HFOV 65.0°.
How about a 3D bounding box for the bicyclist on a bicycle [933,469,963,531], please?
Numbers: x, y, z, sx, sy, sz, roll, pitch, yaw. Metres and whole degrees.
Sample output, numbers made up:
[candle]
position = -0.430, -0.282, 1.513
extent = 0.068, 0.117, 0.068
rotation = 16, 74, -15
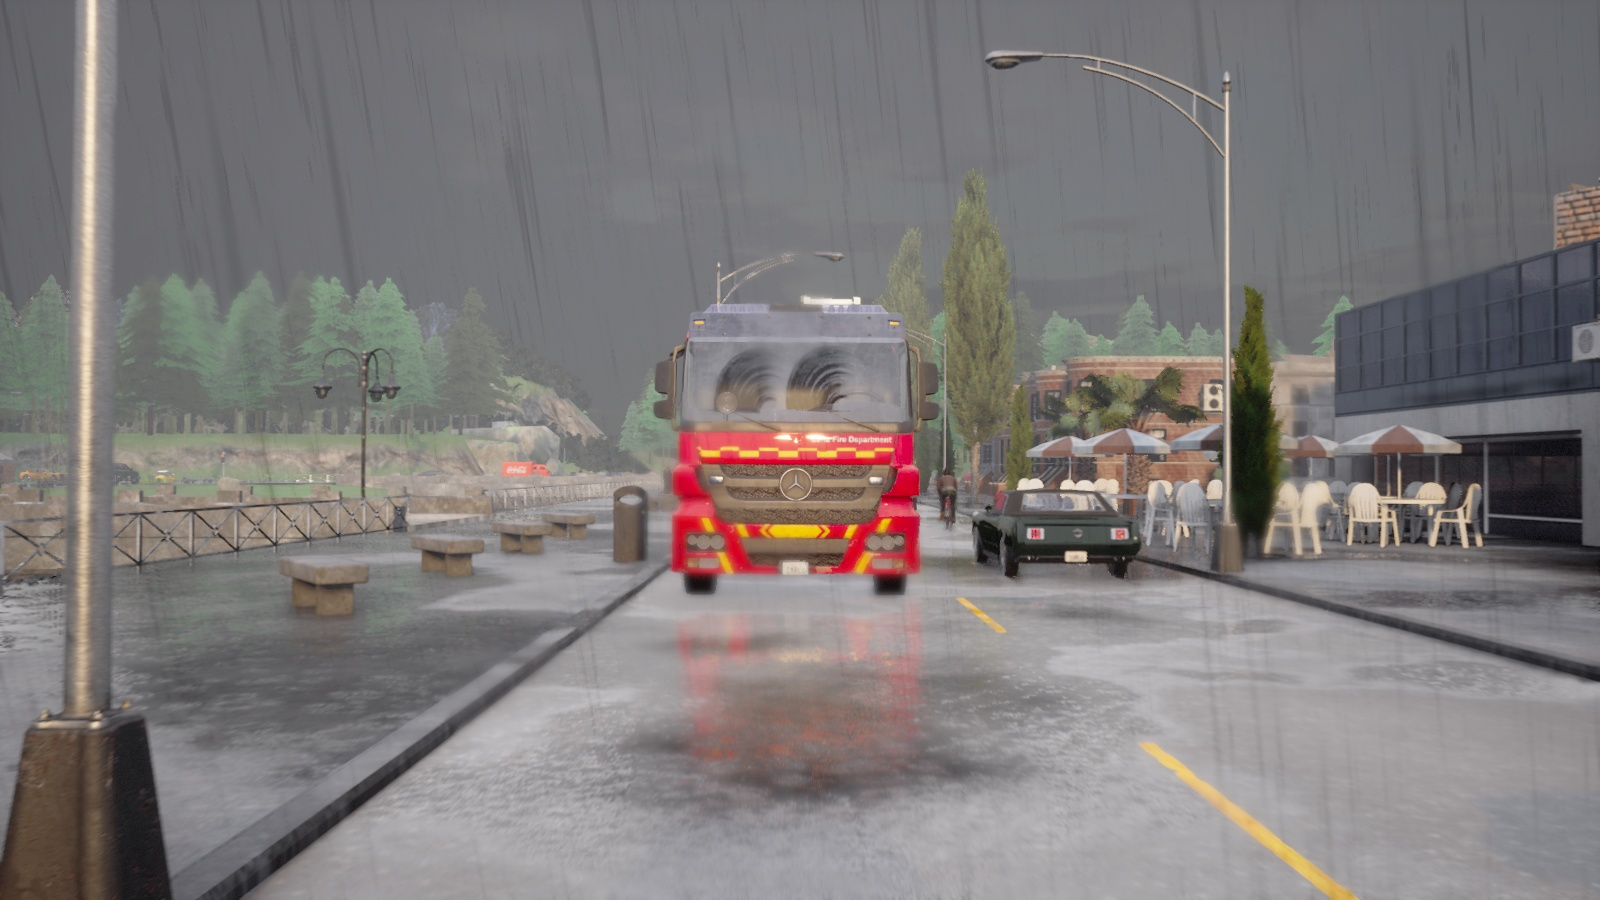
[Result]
[bicyclist on a bicycle]
position = 3.913, 1.310, 33.333
extent = 0.582, 1.620, 1.656
rotation = 0, -1, 0

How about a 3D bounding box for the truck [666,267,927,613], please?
[truck]
position = -0.052, -0.046, 18.177
extent = 2.891, 3.827, 8.468
rotation = 0, -1, 0

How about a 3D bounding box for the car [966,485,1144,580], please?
[car]
position = 3.947, 1.238, 20.254
extent = 1.895, 1.301, 4.718
rotation = 0, -1, 0
